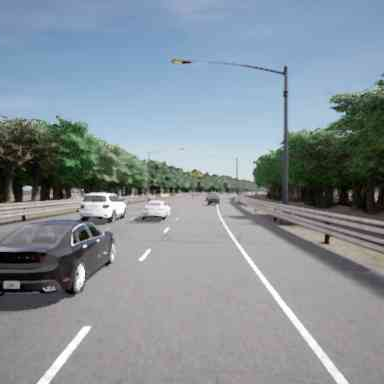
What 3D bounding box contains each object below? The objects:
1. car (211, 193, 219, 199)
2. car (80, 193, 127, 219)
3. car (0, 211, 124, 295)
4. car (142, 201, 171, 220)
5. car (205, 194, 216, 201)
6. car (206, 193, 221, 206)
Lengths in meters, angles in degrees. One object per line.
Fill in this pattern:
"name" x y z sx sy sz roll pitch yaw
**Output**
"car" 5.892 0.923 85.681 1.812 1.442 4.674 0 0 8
"car" -6.380 1.112 24.452 2.150 2.045 5.566 0 0 2
"car" -3.308 1.470 8.598 1.837 1.490 4.892 0 0 1
"car" -2.784 1.406 26.630 1.812 1.442 4.674 0 0 2
"car" 3.925 1.092 69.829 1.994 1.385 4.181 0 0 7
"car" 3.351 1.262 50.838 1.837 1.490 4.892 0 0 5
